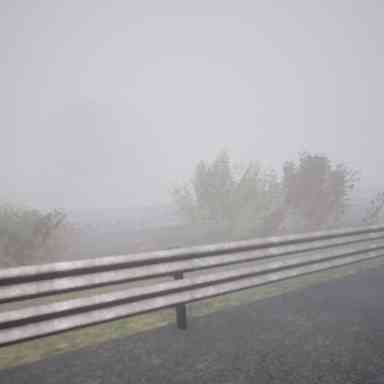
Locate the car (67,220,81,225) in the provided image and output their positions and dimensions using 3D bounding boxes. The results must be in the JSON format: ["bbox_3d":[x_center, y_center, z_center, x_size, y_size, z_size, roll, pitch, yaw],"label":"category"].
[{"bbox_3d":[-15.274,3.680,37.788,4.902,1.511,2.128,-4,2,-18],"label":"car"}]
